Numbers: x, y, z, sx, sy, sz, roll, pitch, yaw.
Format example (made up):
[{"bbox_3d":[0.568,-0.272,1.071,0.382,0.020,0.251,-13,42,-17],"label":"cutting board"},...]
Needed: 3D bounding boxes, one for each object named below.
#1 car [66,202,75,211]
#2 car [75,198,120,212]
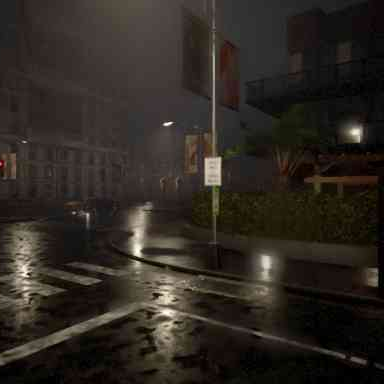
[{"bbox_3d":[-13.050,1.478,40.877,1.882,1.535,5.008,0,0,35],"label":"car"},{"bbox_3d":[-10.553,1.505,38.334,1.837,1.490,4.892,0,0,36],"label":"car"}]
